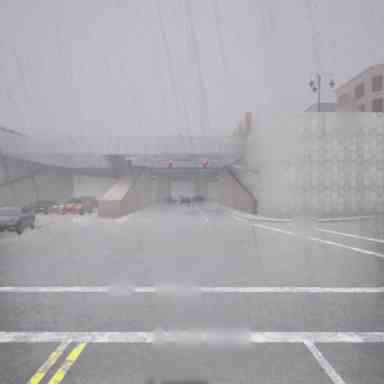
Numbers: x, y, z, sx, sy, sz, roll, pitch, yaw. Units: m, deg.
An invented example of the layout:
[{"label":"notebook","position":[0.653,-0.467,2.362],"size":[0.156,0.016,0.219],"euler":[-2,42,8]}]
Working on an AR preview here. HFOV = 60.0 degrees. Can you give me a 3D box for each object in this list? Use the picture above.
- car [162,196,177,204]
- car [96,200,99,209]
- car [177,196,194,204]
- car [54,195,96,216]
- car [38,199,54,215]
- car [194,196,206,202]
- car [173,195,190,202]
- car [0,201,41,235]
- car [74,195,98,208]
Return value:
[{"label":"car","position":[-4.513,1.542,64.312],"size":[2.033,1.411,5.357],"euler":[0,0,5]},{"label":"car","position":[-11.620,1.597,45.571],"size":[1.895,1.301,4.718],"euler":[0,0,-1]},{"label":"car","position":[-1.192,1.542,62.295],"size":[2.033,1.411,5.357],"euler":[0,0,2]},{"label":"car","position":[-11.295,1.349,32.540],"size":[2.097,1.767,4.553],"euler":[0,0,-1]},{"label":"car","position":[-14.823,1.503,33.554],"size":[1.837,1.490,4.892],"euler":[0,0,-1]},{"label":"car","position":[1.530,1.518,74.797],"size":[1.812,1.442,4.674],"euler":[0,0,28]},{"label":"car","position":[-2.338,1.518,74.669],"size":[1.812,1.442,4.674],"euler":[0,0,24]},{"label":"car","position":[-10.051,1.504,18.456],"size":[1.837,1.490,4.892],"euler":[-1,0,-13]},{"label":"car","position":[-15.170,1.347,47.880],"size":[2.097,1.767,4.553],"euler":[0,0,-1]}]
